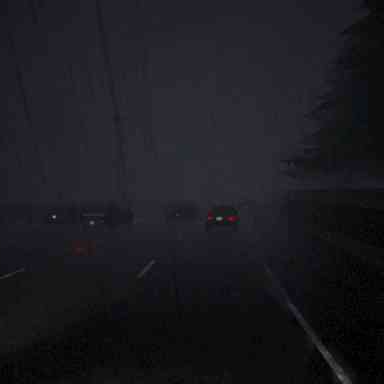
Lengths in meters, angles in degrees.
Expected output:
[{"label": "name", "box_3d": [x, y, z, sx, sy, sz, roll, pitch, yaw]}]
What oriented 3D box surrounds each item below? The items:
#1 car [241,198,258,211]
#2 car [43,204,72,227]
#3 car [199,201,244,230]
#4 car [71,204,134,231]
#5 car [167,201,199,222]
[{"label": "car", "box_3d": [6.802, 1.480, 40.035, 1.837, 1.490, 4.892, 0, 0, 18]}, {"label": "car", "box_3d": [-8.273, 1.524, 22.770, 1.994, 1.385, 4.181, 0, 0, 10]}, {"label": "car", "box_3d": [2.008, 1.531, 20.967, 2.033, 1.411, 5.357, 0, 0, 10]}, {"label": "car", "box_3d": [-5.097, 1.460, 20.593, 2.128, 1.511, 4.902, 0, 0, 9]}, {"label": "car", "box_3d": [-0.556, 1.451, 25.974, 1.882, 1.535, 5.008, 0, 0, 11]}]
